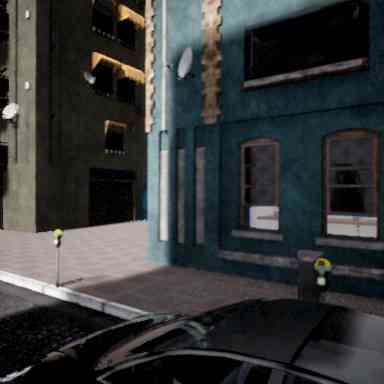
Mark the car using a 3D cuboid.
[{"bbox_3d":[0.494,1.564,2.513,4.313,1.339,1.947,0,1,35],"label":"car"}]
